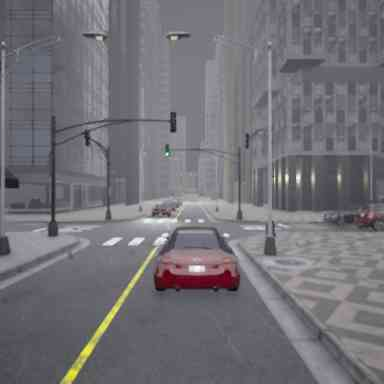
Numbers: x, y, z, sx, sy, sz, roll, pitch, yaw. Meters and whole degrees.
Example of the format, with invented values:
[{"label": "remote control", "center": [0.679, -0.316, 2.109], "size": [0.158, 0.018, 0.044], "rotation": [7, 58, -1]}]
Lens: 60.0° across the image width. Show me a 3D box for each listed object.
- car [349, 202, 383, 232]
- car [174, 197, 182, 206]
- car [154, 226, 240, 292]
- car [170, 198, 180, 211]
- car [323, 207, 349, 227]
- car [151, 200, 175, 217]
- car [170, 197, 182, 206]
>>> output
[{"label": "car", "center": [12.580, 1.482, 20.448], "size": [4.553, 1.767, 2.097], "rotation": [0, 0, 0]}, {"label": "car", "center": [-3.051, 1.886, 53.962], "size": [1.812, 1.442, 4.674], "rotation": [0, 0, 0]}, {"label": "car", "center": [0.106, 1.620, 9.079], "size": [1.994, 1.385, 4.181], "rotation": [0, 0, 0]}, {"label": "car", "center": [-3.078, 1.839, 44.196], "size": [2.033, 1.411, 5.357], "rotation": [0, 0, 0]}, {"label": "car", "center": [11.750, 1.681, 23.584], "size": [4.674, 1.442, 1.812], "rotation": [0, 0, 1]}, {"label": "car", "center": [-3.084, 1.826, 34.544], "size": [1.895, 1.301, 4.718], "rotation": [0, 0, 0]}, {"label": "car", "center": [-2.978, 1.786, 64.195], "size": [2.097, 1.767, 4.553], "rotation": [0, 0, 0]}]
